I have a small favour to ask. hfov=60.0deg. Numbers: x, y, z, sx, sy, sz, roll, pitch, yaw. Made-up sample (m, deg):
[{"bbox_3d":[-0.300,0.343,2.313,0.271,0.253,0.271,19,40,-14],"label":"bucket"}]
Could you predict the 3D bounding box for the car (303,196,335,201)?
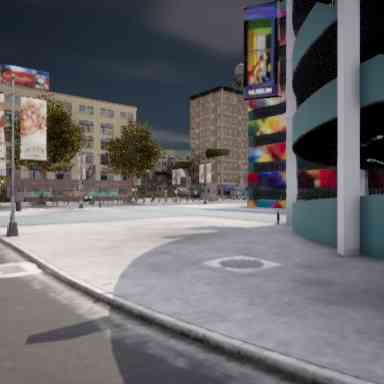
[{"bbox_3d":[15.310,1.281,40.811,4.674,1.452,2.002,0,0,-39],"label":"car"}]
